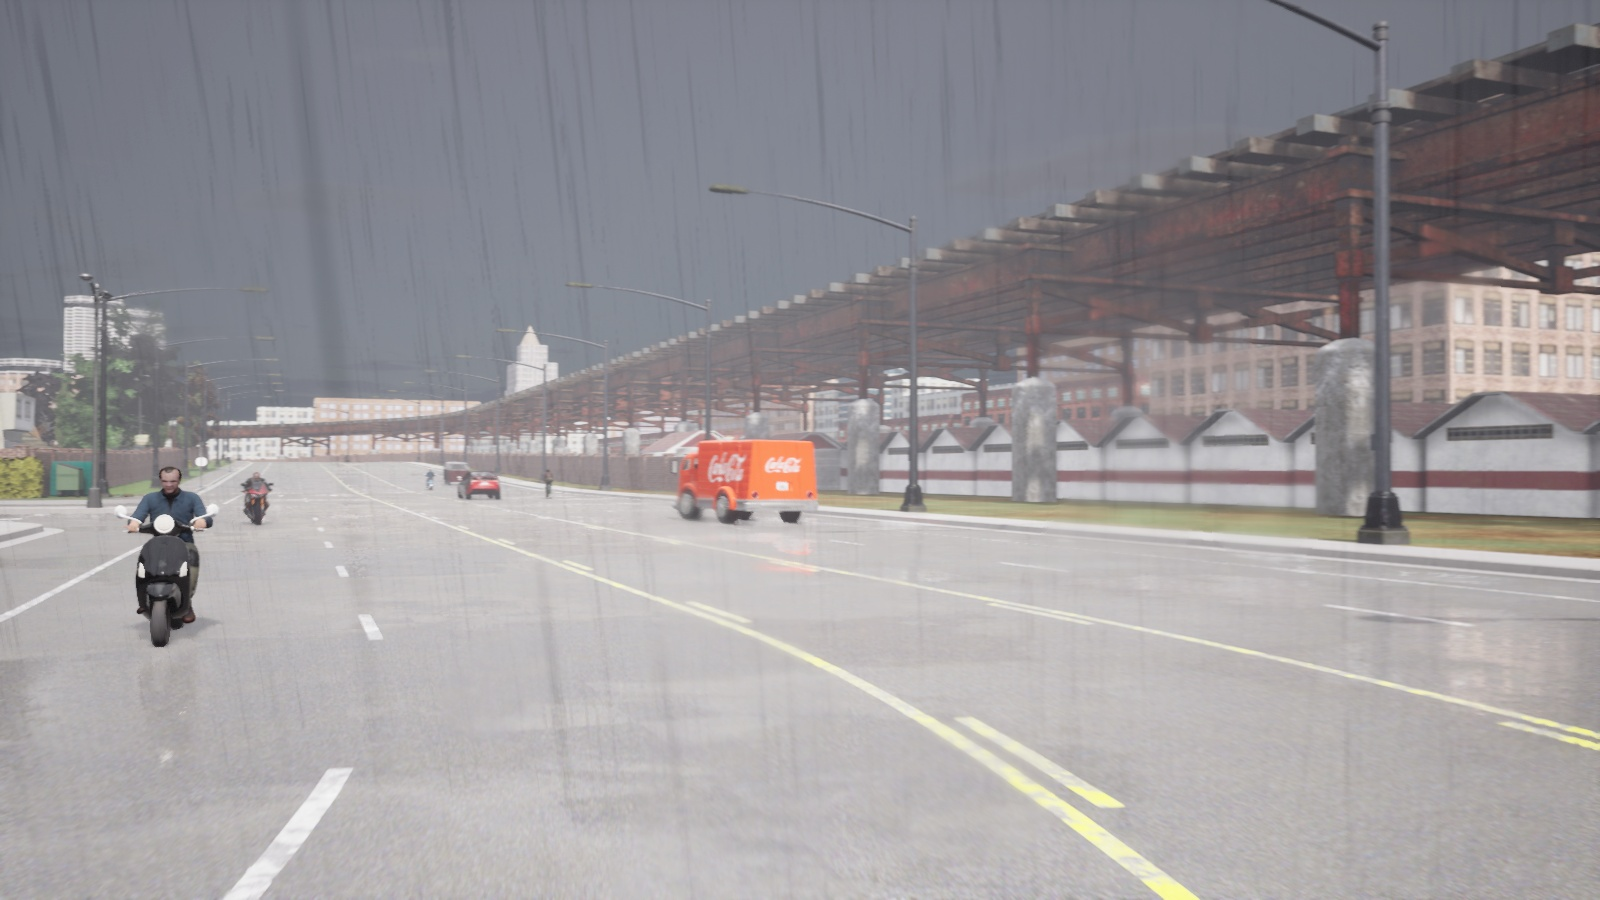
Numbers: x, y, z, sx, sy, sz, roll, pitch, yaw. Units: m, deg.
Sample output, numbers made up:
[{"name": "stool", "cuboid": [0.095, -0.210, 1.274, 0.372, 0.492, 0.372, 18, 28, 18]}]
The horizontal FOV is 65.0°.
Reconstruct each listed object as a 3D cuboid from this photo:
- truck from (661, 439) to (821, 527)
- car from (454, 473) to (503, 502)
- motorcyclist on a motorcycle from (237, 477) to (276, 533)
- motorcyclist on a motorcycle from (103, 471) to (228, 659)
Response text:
[{"name": "truck", "cuboid": [-1.897, 0.977, 38.184, 2.627, 2.467, 5.204, 1, -1, -32]}, {"name": "car", "cuboid": [-17.464, 1.996, 68.111, 2.007, 1.525, 4.514, 0, -1, -22]}, {"name": "motorcyclist on a motorcycle", "cuboid": [-15.454, 1.529, 35.666, 0.866, 1.530, 2.191, -1, -1, -27]}, {"name": "motorcyclist on a motorcycle", "cuboid": [-5.859, 0.995, 11.688, 0.866, 1.590, 1.817, 0, -1, -21]}]
